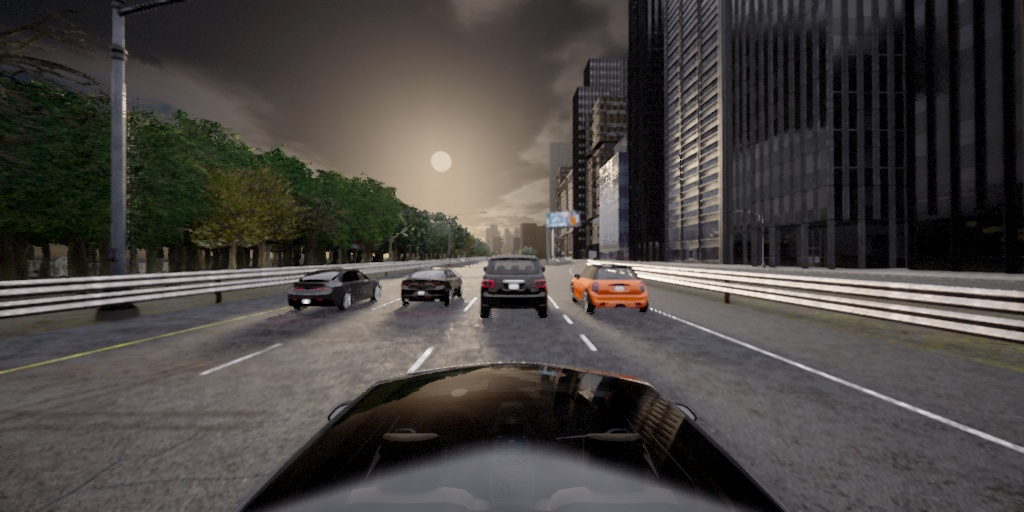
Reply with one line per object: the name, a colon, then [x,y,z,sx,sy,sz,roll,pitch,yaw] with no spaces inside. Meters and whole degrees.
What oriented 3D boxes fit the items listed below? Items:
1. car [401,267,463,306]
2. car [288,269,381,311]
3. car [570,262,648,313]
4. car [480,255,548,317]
car: [-3.395,1.232,15.934,1.882,1.535,5.008,0,0,0]
car: [-6.906,1.261,14.489,1.837,1.490,4.892,0,0,1]
car: [3.600,1.106,14.065,2.097,1.767,4.553,0,0,1]
car: [0.083,0.978,13.248,2.150,2.045,5.566,0,0,1]
